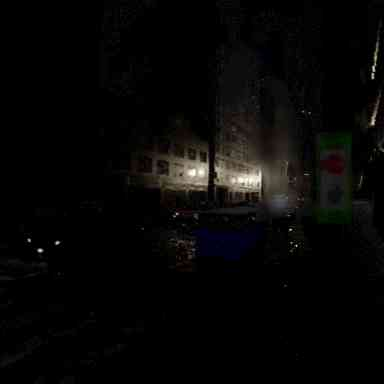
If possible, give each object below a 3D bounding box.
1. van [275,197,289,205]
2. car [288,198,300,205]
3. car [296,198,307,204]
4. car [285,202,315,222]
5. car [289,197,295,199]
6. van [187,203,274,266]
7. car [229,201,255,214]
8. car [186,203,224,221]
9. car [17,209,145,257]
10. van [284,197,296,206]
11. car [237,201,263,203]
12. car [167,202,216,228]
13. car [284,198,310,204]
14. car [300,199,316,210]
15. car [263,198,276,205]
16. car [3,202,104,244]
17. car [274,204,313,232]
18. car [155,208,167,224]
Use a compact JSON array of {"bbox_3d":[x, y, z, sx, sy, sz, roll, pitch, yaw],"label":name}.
[{"bbox_3d":[16.062,1.829,61.026,1.690,1.788,3.998,1,0,26],"label":"van"},{"bbox_3d":[23.447,2.163,76.145,2.008,1.369,4.403,1,0,26],"label":"car"},{"bbox_3d":[28.373,2.243,86.223,2.008,1.369,4.403,1,0,26],"label":"car"},{"bbox_3d":[9.014,1.781,27.197,1.752,1.417,4.829,1,0,26],"label":"car"},{"bbox_3d":[18.523,1.971,66.066,1.967,1.590,4.097,1,0,26],"label":"car"},{"bbox_3d":[1.554,1.461,11.926,1.690,1.788,3.998,1,0,26],"label":"van"},{"bbox_3d":[6.206,1.881,40.867,1.947,1.339,4.313,1,0,26],"label":"car"},{"bbox_3d":[1.280,1.793,30.789,1.947,1.339,4.313,1,0,26],"label":"car"},{"bbox_3d":[-4.060,1.642,13.808,2.033,1.411,5.357,0,0,26],"label":"car"},{"bbox_3d":[20.988,1.913,71.104,1.690,1.788,3.998,1,0,26],"label":"van"},{"bbox_3d":[5.000,1.751,32.330,2.128,1.511,4.902,0,0,26],"label":"car"},{"bbox_3d":[0.463,1.529,23.065,2.097,1.767,4.553,0,0,26],"label":"car"},{"bbox_3d":[13.810,1.923,43.106,2.033,1.411,5.357,0,0,26],"label":"car"},{"bbox_3d":[18.299,1.932,52.289,1.882,1.535,5.008,0,0,26],"label":"car"},{"bbox_3d":[11.131,1.984,50.946,1.802,1.307,4.206,1,0,26],"label":"car"},{"bbox_3d":[-6.104,1.407,15.670,2.192,1.841,5.009,1,0,26],"label":"car"},{"bbox_3d":[6.476,1.760,22.004,2.008,1.369,4.403,1,0,26],"label":"car"},{"bbox_3d":[-1.183,1.727,25.748,1.887,1.381,4.507,1,0,26],"label":"car"}]
